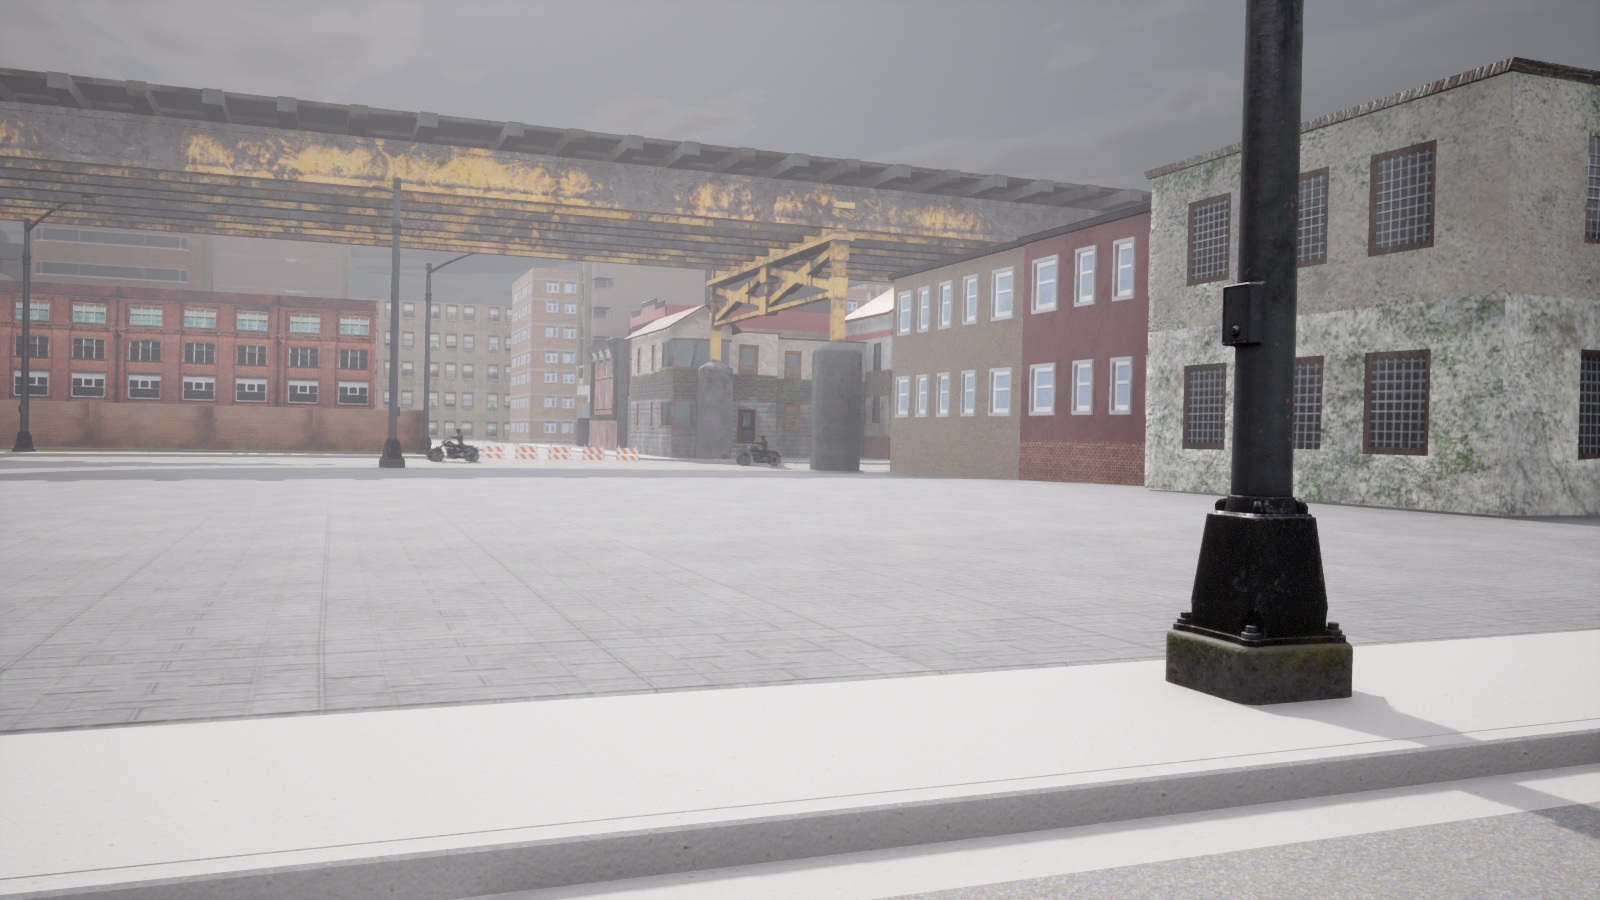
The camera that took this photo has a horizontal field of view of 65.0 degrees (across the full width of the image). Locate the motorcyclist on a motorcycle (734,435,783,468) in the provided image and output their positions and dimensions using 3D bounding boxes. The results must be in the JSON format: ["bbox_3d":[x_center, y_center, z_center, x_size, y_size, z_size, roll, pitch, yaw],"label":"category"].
[{"bbox_3d":[-2.121,0.085,63.793,2.350,1.649,0.766,0,1,-20],"label":"motorcyclist on a motorcycle"}]

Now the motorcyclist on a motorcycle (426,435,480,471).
[{"bbox_3d":[-16.126,0.142,58.356,2.350,1.649,0.766,0,1,-25],"label":"motorcyclist on a motorcycle"}]
